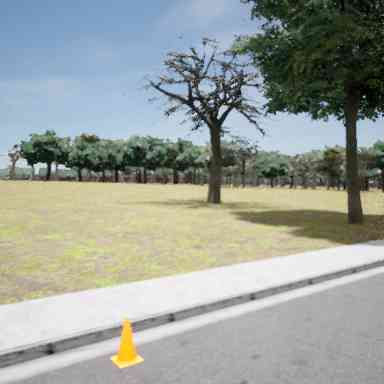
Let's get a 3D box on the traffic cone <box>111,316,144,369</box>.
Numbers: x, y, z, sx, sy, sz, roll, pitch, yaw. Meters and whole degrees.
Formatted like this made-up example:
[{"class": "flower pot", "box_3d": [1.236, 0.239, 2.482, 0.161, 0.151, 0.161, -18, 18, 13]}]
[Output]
[{"class": "traffic cone", "box_3d": [-0.865, 1.955, 4.451, 0.340, 0.580, 0.340, 0, 0, -36]}]
